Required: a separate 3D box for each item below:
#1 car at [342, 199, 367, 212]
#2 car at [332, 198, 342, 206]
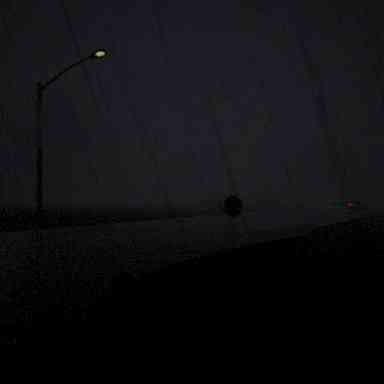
[{"bbox_3d":[23.279,1.954,47.023,2.128,1.511,4.902,0,0,38],"label":"car"},{"bbox_3d":[29.281,2.022,65.864,1.882,1.535,5.008,0,0,38],"label":"car"}]
